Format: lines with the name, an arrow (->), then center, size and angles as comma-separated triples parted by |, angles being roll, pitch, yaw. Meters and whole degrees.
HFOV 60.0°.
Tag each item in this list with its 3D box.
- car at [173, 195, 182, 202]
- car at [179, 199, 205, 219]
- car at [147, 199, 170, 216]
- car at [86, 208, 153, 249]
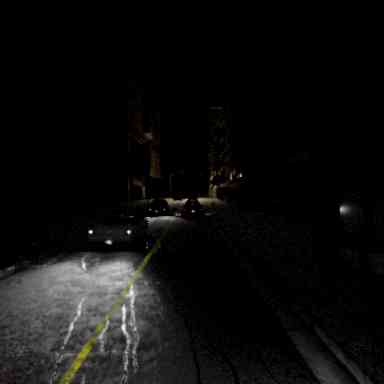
car -> -3.065, 1.429, 73.112 | 2.033, 1.411, 5.357 | 0, 0, 0
car -> 0.078, 1.530, 29.192 | 1.994, 1.385, 4.181 | 0, 0, 0
car -> -3.128, 1.468, 31.844 | 1.837, 1.490, 4.892 | 0, 0, 0
car -> -3.102, 1.585, 14.703 | 1.895, 1.301, 4.718 | 0, 0, 0
